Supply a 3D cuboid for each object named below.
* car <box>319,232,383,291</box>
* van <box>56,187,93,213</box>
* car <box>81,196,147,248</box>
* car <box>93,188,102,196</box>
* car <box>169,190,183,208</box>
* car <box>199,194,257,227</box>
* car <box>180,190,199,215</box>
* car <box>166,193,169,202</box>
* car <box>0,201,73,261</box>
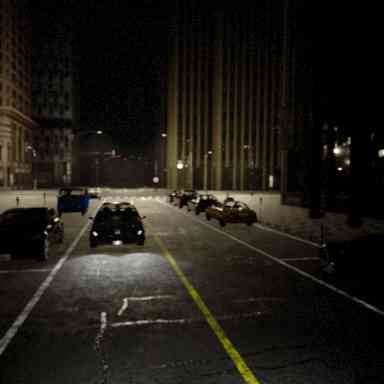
[{"bbox_3d":[4.389,1.396,6.702,1.947,1.339,4.313,0,2,-12],"label":"car"},{"bbox_3d":[-7.560,0.571,21.387,1.690,1.788,3.998,0,2,-12],"label":"van"},{"bbox_3d":[-2.870,1.099,12.914,2.033,1.411,5.357,0,2,-12],"label":"car"},{"bbox_3d":[-11.185,0.208,37.914,2.008,1.369,4.403,0,2,-12],"label":"car"},{"bbox_3d":[-0.441,0.512,28.726,1.967,1.590,4.097,0,2,-12],"label":"car"},{"bbox_3d":[1.937,0.972,17.880,1.752,1.417,4.829,0,2,-12],"label":"car"},{"bbox_3d":[0.766,0.813,23.222,2.008,1.369,4.403,0,2,-12],"label":"car"},{"bbox_3d":[-1.650,0.431,34.236,2.008,1.369,4.403,0,2,-12],"label":"car"},{"bbox_3d":[-5.146,1.175,10.380,1.947,1.339,4.313,0,2,-12],"label":"car"}]
